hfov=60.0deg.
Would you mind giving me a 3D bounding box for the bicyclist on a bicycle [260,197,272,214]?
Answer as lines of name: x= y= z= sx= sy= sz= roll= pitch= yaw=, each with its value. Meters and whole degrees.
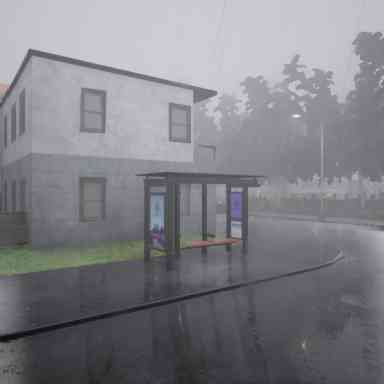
bicyclist on a bicycle: x=7.200 y=1.349 z=32.448 sx=1.656 sy=1.620 sz=0.582 roll=0 pitch=0 yaw=-35
